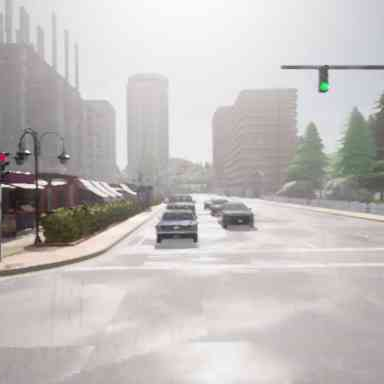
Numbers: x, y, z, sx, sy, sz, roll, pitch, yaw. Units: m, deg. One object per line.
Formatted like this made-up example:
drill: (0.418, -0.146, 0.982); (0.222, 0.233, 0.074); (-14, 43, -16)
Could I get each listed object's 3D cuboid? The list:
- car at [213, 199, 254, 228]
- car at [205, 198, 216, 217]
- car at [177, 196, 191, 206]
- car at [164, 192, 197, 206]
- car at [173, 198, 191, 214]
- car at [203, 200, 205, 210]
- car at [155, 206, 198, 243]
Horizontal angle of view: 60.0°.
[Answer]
car: (2.719, 1.382, 21.491); (1.882, 1.535, 5.008); (-1, 0, -1)
car: (2.558, 1.389, 30.639); (1.837, 1.490, 4.892); (-1, 0, -1)
car: (-1.243, 1.431, 52.243); (2.033, 1.411, 5.357); (-1, 0, -1)
car: (-0.867, 1.165, 25.860); (2.150, 2.045, 5.566); (-1, 0, -1)
car: (-1.040, 1.447, 35.958); (1.812, 1.442, 4.674); (-1, 0, -1)
car: (2.385, 1.425, 40.681); (1.994, 1.385, 4.181); (-1, 0, -1)
car: (-0.692, 1.566, 16.100); (1.895, 1.301, 4.718); (-1, 0, -1)
